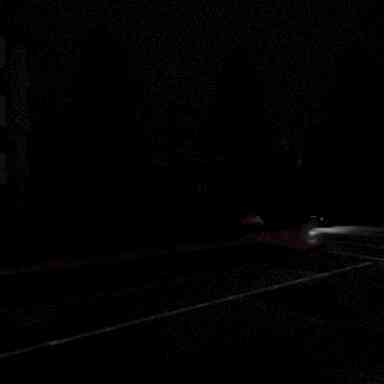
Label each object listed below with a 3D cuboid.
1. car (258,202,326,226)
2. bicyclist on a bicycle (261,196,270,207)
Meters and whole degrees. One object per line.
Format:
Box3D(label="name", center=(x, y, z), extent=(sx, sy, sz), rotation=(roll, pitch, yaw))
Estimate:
Box3D(label="car", center=(6.801, 1.460, 23.028), extent=(1.837, 1.490, 4.892), rotation=(0, 0, -36))
Box3D(label="bicyclist on a bicycle", center=(8.132, 1.245, 36.524), extent=(1.656, 1.620, 0.582), rotation=(0, 0, -36))
